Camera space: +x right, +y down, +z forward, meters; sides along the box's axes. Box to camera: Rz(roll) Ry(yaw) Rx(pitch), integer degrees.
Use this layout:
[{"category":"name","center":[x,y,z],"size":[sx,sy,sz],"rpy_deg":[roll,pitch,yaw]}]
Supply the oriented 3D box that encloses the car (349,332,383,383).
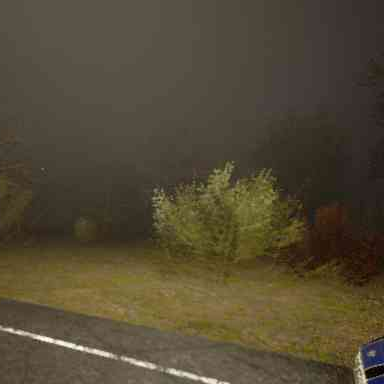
[{"category":"car","center":[3.721,1.740,2.603],"size":[4.553,1.767,2.097],"rpy_deg":[1,-5,24]}]
